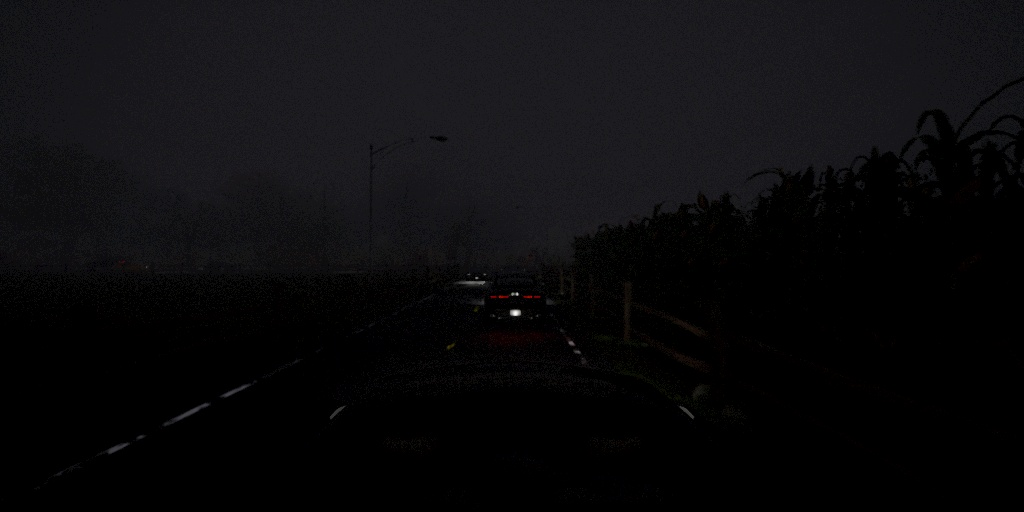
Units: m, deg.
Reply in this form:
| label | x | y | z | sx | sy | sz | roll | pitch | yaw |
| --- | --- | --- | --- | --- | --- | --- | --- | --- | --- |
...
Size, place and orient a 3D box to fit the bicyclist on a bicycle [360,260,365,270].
| label | x | y | z | sx | sy | sz | roll | pitch | yaw |
| --- | --- | --- | --- | --- | --- | --- | --- | --- | --- |
| bicyclist on a bicycle | -22.436 | 1.403 | 53.727 | 0.582 | 1.620 | 1.656 | 0 | 0 | 1 |

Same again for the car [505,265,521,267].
| label | x | y | z | sx | sy | sz | roll | pitch | yaw |
| --- | --- | --- | --- | --- | --- | --- | --- | --- | --- |
| car | 0.093 | 1.387 | 28.613 | 2.033 | 1.411 | 5.357 | 0 | 0 | 0 |

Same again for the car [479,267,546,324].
| label | x | y | z | sx | sy | sz | roll | pitch | yaw |
| --- | --- | --- | --- | --- | --- | --- | --- | --- | --- |
| car | 0.098 | 1.297 | 12.233 | 1.837 | 1.490 | 4.892 | 0 | 0 | 0 |

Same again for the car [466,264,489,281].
| label | x | y | z | sx | sy | sz | roll | pitch | yaw |
| --- | --- | --- | --- | --- | --- | --- | --- | --- | --- |
| car | -2.815 | 1.396 | 31.523 | 2.033 | 1.411 | 5.357 | 0 | 0 | 0 |
